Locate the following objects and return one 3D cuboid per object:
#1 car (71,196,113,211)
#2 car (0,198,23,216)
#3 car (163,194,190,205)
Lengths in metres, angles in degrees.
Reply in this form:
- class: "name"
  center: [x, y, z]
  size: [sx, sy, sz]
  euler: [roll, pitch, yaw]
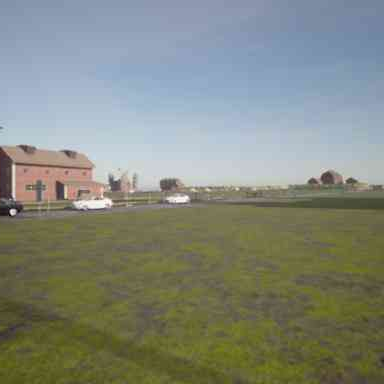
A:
- class: "car"
  center: [-10.589, 1.187, 35.404]
  size: [1.812, 1.442, 4.674]
  euler: [1, 1, 36]
- class: "car"
  center: [-16.492, 1.312, 27.277]
  size: [1.837, 1.490, 4.892]
  euler: [1, 1, 36]
- class: "car"
  center: [-2.091, 0.970, 47.085]
  size: [1.812, 1.442, 4.674]
  euler: [1, 1, 36]
